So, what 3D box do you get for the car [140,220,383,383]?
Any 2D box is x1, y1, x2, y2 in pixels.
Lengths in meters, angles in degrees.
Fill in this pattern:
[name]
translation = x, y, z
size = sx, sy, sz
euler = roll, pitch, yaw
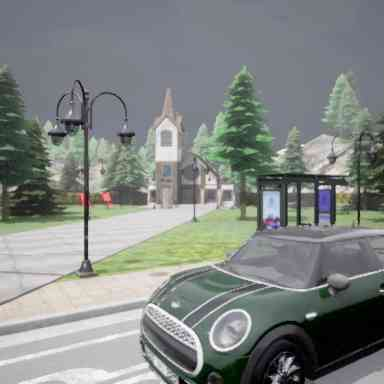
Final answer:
[car]
translation = 1.552, 1.351, 4.922
size = 4.553, 1.767, 2.097
euler = 0, 0, -32
